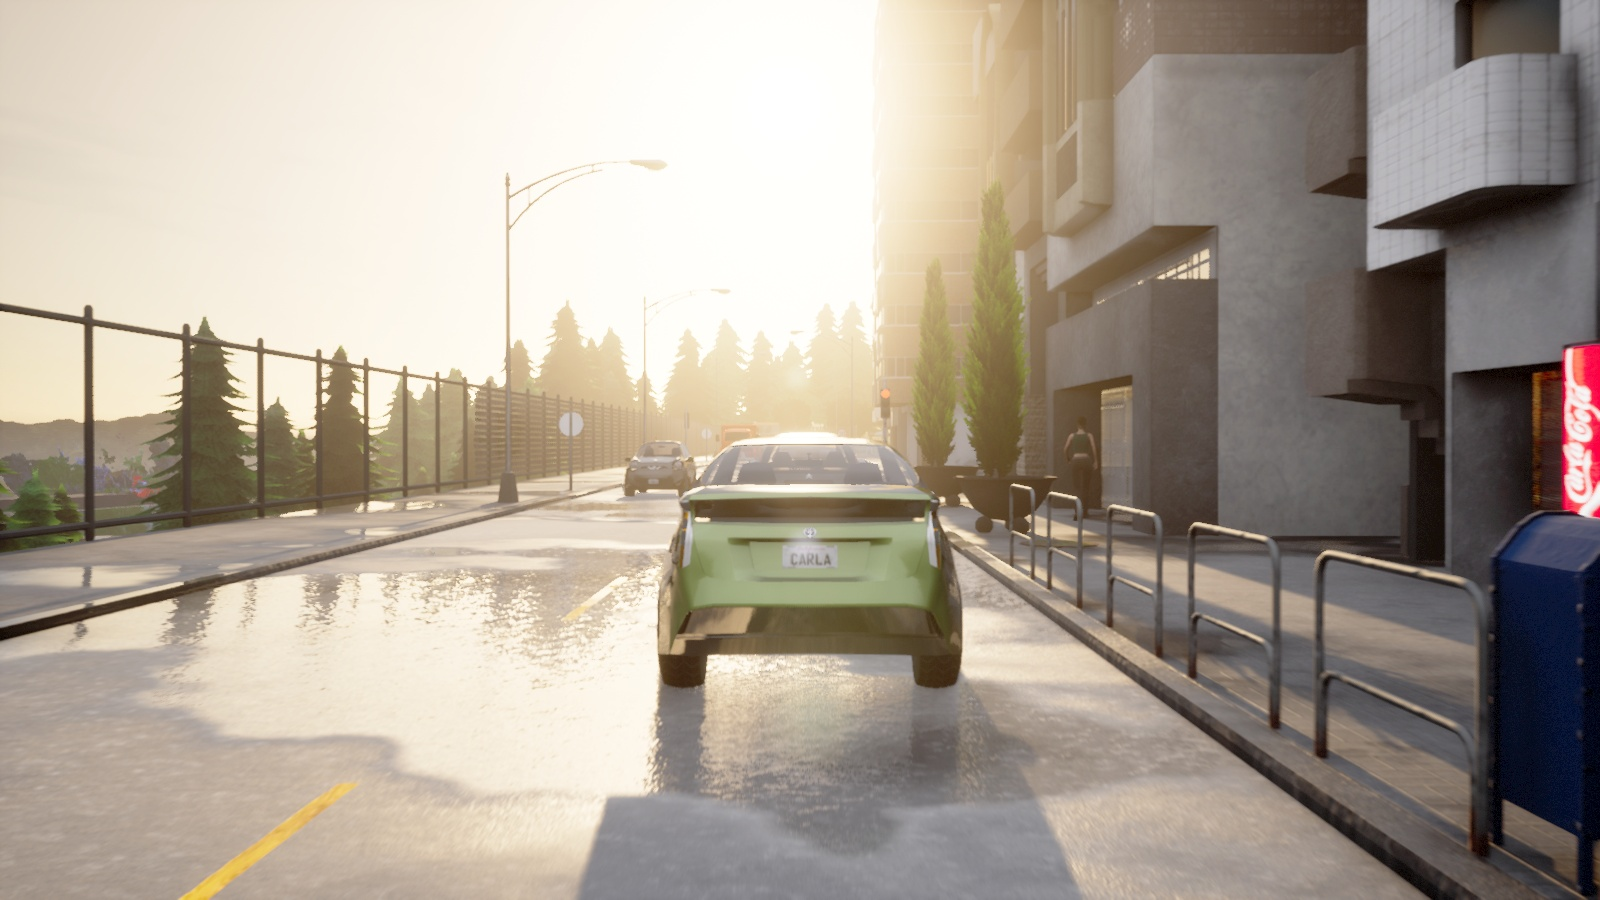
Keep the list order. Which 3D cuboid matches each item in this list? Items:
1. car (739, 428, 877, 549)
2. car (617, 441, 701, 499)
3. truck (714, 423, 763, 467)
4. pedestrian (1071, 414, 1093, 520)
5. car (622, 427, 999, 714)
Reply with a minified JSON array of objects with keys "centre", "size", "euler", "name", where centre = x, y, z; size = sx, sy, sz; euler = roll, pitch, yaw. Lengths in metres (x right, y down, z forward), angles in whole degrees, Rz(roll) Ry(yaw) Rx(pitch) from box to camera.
[{"centre":[0.121,0.500,18.854],"size":[1.851,1.617,3.988],"euler":[0,0,0],"name":"car"},{"centre":[-3.792,0.496,34.283],"size":[1.845,1.501,3.633],"euler":[0,0,1],"name":"car"},{"centre":[-3.560,-0.307,73.669],"size":[2.627,2.467,5.204],"euler":[0,1,0],"name":"truck"},{"centre":[4.947,0.291,21.984],"size":[0.345,1.836,0.594],"euler":[0,0,15],"name":"pedestrian"},{"centre":[0.065,0.625,8.951],"size":[2.007,1.525,4.514],"euler":[0,0,0],"name":"car"}]
